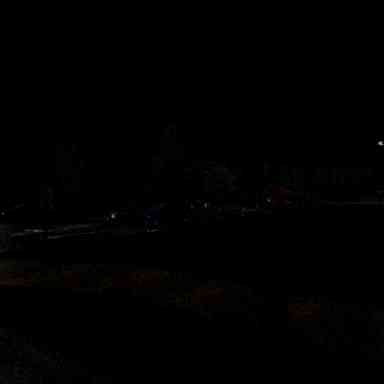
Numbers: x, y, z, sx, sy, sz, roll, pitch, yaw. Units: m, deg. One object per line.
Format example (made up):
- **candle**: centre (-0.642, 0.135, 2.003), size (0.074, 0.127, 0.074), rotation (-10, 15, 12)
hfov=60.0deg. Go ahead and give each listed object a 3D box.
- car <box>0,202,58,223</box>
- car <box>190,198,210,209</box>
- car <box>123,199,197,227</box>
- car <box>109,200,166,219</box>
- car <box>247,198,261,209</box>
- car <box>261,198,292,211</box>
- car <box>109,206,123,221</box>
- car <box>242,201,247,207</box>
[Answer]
- **car**: centre (-12.831, 1.514, 25.915), size (1.812, 1.442, 4.674), rotation (0, 0, 36)
- **car**: centre (0.318, 1.536, 44.009), size (2.033, 1.411, 5.357), rotation (0, 0, 36)
- **car**: centre (-2.053, 1.471, 22.889), size (1.882, 1.535, 5.008), rotation (0, 0, 36)
- **car**: centre (-4.932, 1.537, 30.835), size (2.033, 1.411, 5.357), rotation (0, 0, 36)
- **car**: centre (9.716, 1.593, 45.001), size (1.895, 1.301, 4.718), rotation (0, 0, 36)
- **car**: centre (10.470, 1.498, 40.106), size (1.837, 1.490, 4.892), rotation (0, 0, 36)
- **car**: centre (-4.228, 1.483, 25.849), size (2.128, 1.511, 4.902), rotation (0, 0, 36)
- **car**: centre (9.356, 1.591, 50.411), size (1.895, 1.301, 4.718), rotation (0, 0, 36)
